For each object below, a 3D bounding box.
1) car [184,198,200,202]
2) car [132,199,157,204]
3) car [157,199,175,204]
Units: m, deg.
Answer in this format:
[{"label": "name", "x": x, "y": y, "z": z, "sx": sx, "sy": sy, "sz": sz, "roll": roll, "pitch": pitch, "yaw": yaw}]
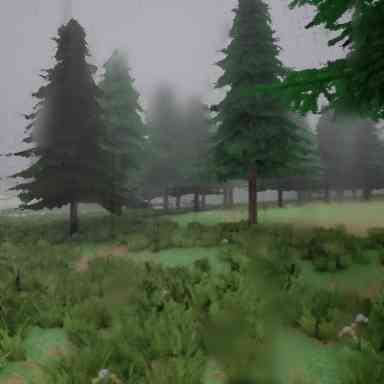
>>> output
[{"label": "car", "x": 0.310, "y": 1.969, "z": 63.663, "sx": 2.128, "sy": 1.511, "sz": 4.902, "roll": -1, "pitch": 0, "yaw": 35}, {"label": "car", "x": -8.155, "y": 1.826, "z": 51.538, "sx": 2.097, "sy": 1.767, "sz": 4.553, "roll": -1, "pitch": -1, "yaw": 35}, {"label": "car", "x": -5.244, "y": 2.053, "z": 61.299, "sx": 2.033, "sy": 1.411, "sz": 5.357, "roll": -1, "pitch": 0, "yaw": 35}]
